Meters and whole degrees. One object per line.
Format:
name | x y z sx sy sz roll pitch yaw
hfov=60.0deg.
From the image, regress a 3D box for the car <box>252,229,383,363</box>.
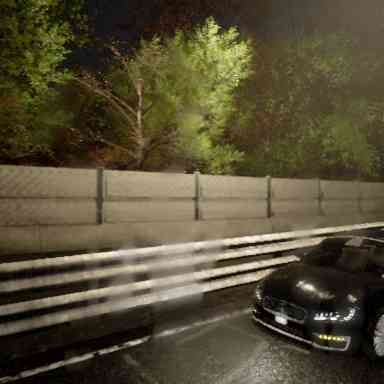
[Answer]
car | 3.194 1.493 5.951 4.892 1.490 1.837 0 0 -35
